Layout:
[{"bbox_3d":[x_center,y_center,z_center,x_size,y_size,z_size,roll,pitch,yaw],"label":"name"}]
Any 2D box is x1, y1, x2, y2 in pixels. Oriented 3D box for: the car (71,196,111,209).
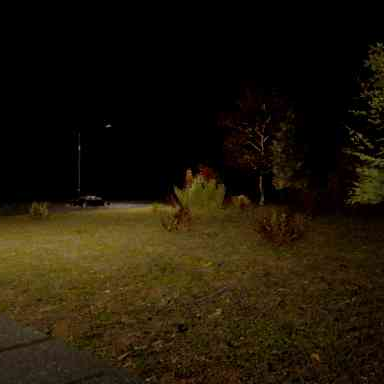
[{"bbox_3d":[-12.184,1.195,40.285,2.128,1.511,4.902,2,2,40],"label":"car"}]
